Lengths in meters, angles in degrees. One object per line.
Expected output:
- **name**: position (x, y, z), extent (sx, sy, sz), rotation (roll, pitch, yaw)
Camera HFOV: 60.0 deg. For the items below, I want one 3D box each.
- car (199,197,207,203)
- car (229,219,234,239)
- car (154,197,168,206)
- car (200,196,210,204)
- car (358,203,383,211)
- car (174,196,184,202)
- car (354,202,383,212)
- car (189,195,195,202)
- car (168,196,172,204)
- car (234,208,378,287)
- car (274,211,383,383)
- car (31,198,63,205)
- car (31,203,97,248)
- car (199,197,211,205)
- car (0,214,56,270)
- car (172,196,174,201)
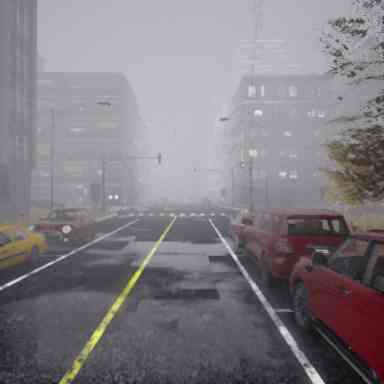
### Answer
- **car**: position (2.674, 1.833, 80.484), extent (1.802, 1.307, 4.206), rotation (1, 0, 0)
- **car**: position (2.693, 1.590, 14.878), extent (1.887, 1.381, 4.507), rotation (1, 0, 0)
- **car**: position (-5.700, 1.705, 58.232), extent (1.752, 1.417, 4.829), rotation (1, 0, 0)
- **car**: position (2.678, 1.655, 69.438), extent (1.967, 1.590, 4.097), rotation (1, 0, 0)
- **car**: position (20.835, 1.869, 39.609), extent (4.097, 1.590, 1.967), rotation (1, -2, 0)
- **car**: position (-3.026, 1.807, 86.848), extent (2.033, 1.411, 5.357), rotation (0, 0, 0)
- **car**: position (26.243, 2.145, 47.962), extent (4.829, 1.417, 1.752), rotation (1, -2, 0)
- **car**: position (-0.024, 1.812, 88.508), extent (2.033, 1.411, 5.357), rotation (0, 0, 0)
- **car**: position (-5.704, 1.760, 69.449), extent (1.887, 1.381, 4.507), rotation (1, 0, 0)
- **car**: position (2.696, 1.344, 9.318), extent (2.192, 1.841, 5.009), rotation (1, 0, 0)
- **car**: position (2.698, 1.327, 3.759), extent (2.192, 1.841, 5.009), rotation (1, 0, 0)
- **car**: position (-17.264, 1.380, 39.275), extent (4.507, 1.381, 1.887), rotation (1, -2, 0)
- **car**: position (-5.686, 1.486, 14.877), extent (1.967, 1.590, 4.097), rotation (1, 0, 0)
- **car**: position (2.679, 1.742, 63.914), extent (1.887, 1.381, 4.507), rotation (1, 0, 0)
- **car**: position (-5.686, 1.554, 9.147), extent (1.752, 1.417, 4.829), rotation (1, 0, 0)
- **car**: position (-5.710, 1.813, 91.373), extent (1.752, 1.417, 4.829), rotation (1, 0, 0)
